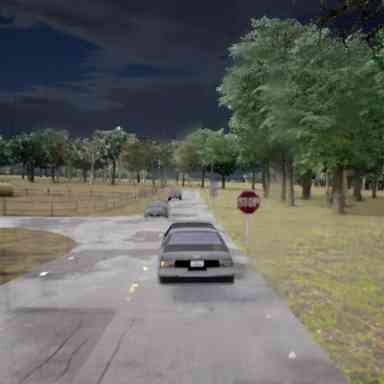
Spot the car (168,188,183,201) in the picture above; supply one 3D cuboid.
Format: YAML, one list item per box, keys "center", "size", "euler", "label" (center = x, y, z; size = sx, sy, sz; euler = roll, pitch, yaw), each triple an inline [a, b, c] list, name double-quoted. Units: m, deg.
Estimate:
- center: [-2.788, 0.423, 56.236]
  size: [2.150, 2.045, 5.566]
  euler: [0, 2, 0]
  label: "car"

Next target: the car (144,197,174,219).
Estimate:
- center: [-2.766, 1.403, 27.349]
  size: [1.837, 1.490, 4.892]
  euler: [0, 1, 0]
  label: "car"

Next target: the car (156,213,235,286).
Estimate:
- center: [-0.003, 1.573, 9.577]
  size: [2.033, 1.411, 5.357]
  euler: [0, 0, -2]
  label: "car"
